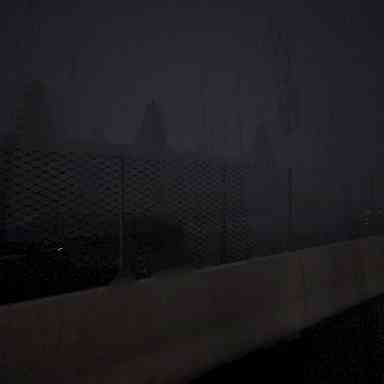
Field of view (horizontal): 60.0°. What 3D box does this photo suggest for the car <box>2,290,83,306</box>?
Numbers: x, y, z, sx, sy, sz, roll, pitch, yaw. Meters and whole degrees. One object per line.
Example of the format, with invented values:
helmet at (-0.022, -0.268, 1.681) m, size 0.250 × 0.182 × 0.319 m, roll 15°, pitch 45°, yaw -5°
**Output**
car at (-3.788, 1.601, 5.707) m, size 4.718 × 1.301 × 1.895 m, roll 0°, pitch 0°, yaw -36°
